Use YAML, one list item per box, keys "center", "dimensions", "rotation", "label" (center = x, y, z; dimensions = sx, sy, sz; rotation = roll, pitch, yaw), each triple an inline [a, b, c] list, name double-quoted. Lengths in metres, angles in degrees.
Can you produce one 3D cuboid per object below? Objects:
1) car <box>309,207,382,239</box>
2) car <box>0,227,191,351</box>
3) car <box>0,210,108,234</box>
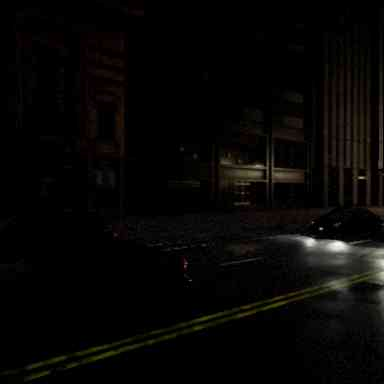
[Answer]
- center: [8.142, 1.506, 17.416]
  dimensions: [4.674, 1.442, 1.812]
  rotation: [0, 0, -35]
  label: "car"
- center: [-2.072, 1.549, 6.210]
  dimensions: [4.181, 1.385, 1.994]
  rotation: [0, 0, -36]
  label: "car"
- center: [-4.214, 1.329, 8.659]
  dimensions: [4.553, 1.767, 2.097]
  rotation: [0, 0, -35]
  label: "car"
